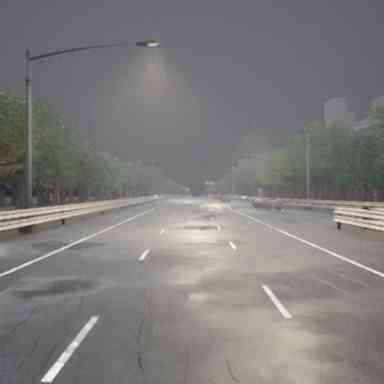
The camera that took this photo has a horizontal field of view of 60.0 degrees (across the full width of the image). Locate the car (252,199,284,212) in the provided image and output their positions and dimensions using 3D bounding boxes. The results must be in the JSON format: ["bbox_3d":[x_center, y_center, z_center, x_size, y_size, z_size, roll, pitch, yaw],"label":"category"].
[{"bbox_3d":[9.265,1.548,40.805,2.033,1.411,5.357,0,0,-15],"label":"car"}]

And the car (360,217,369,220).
[{"bbox_3d":[14.676,1.556,23.367,2.033,1.411,5.357,0,0,-25],"label":"car"}]

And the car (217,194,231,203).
[{"bbox_3d":[7.028,1.557,70.264,2.033,1.411,5.357,0,0,0],"label":"car"}]

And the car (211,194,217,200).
[{"bbox_3d":[7.078,1.381,93.169,2.097,1.767,4.553,0,0,0],"label":"car"}]
